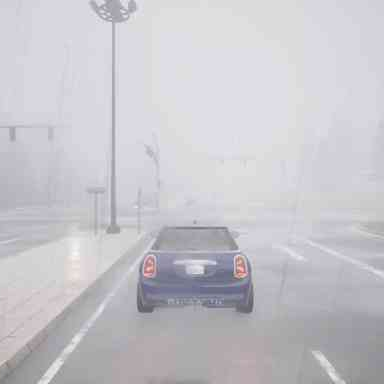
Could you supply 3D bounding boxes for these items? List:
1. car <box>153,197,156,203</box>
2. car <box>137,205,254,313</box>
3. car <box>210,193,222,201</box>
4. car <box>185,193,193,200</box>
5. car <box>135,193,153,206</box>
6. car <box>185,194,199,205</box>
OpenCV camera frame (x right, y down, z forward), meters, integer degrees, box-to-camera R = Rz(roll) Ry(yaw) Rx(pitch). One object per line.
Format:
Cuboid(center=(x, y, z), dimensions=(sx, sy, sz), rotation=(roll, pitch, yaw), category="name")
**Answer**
Cuboid(center=(-8.386, 1.547, 65.611), dimensions=(2.033, 1.411, 5.357), rotation=(0, 0, 0), category="car")
Cuboid(center=(0.069, 1.352, 7.821), dimensions=(2.097, 1.767, 4.553), rotation=(0, 0, 0), category="car")
Cuboid(center=(6.333, 1.215, 84.933), dimensions=(2.150, 2.045, 5.566), rotation=(0, 0, -1), category="car")
Cuboid(center=(-0.839, 1.189, 95.500), dimensions=(2.150, 2.045, 5.566), rotation=(0, 0, -1), category="car")
Cuboid(center=(-8.285, 1.352, 55.997), dimensions=(2.097, 1.767, 4.553), rotation=(0, 0, -1), category="car")
Cuboid(center=(-0.176, 1.526, 54.640), dimensions=(1.812, 1.442, 4.674), rotation=(0, 0, -1), category="car")
